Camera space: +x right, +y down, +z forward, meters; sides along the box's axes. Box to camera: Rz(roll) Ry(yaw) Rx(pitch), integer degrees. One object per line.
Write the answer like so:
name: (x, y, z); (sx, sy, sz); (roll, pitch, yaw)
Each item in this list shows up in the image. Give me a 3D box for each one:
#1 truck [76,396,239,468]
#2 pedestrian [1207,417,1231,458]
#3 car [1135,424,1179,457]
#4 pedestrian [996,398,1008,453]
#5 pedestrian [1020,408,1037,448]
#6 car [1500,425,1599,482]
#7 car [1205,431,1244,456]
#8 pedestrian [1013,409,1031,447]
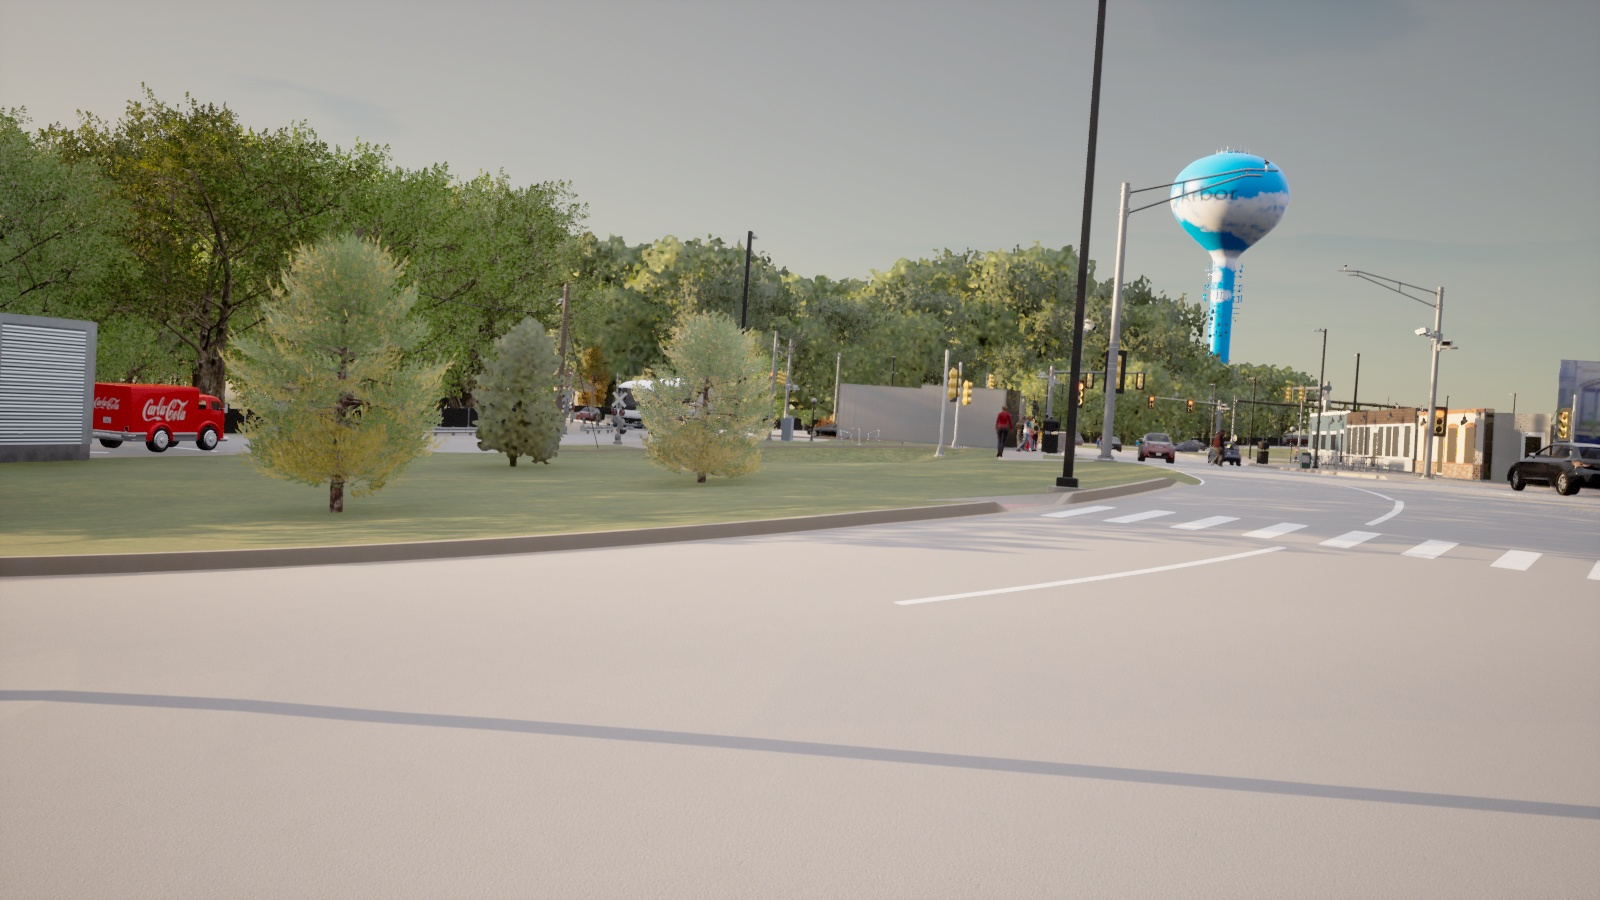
truck: (-24.373, -0.721, 47.870); (2.627, 2.467, 5.204); (3, 2, 16)
pedestrian: (19.239, -0.556, 57.715); (0.899, 1.844, 0.634); (3, 1, 12)
car: (18.005, -0.477, 63.415); (1.845, 1.501, 3.633); (3, 1, 12)
pedestrian: (6.895, -0.831, 42.835); (0.331, 1.846, 0.636); (3, 1, 10)
pedestrian: (10.863, -1.048, 59.776); (0.706, 1.836, 0.354); (3, 1, 13)
car: (21.662, 0.071, 35.354); (1.816, 1.474, 4.193); (3, 1, 6)
car: (29.224, -0.442, 86.541); (1.851, 1.617, 3.988); (3, 1, 10)
pedestrian: (11.021, -1.088, 62.392); (0.563, 1.883, 0.849); (3, 1, 27)
